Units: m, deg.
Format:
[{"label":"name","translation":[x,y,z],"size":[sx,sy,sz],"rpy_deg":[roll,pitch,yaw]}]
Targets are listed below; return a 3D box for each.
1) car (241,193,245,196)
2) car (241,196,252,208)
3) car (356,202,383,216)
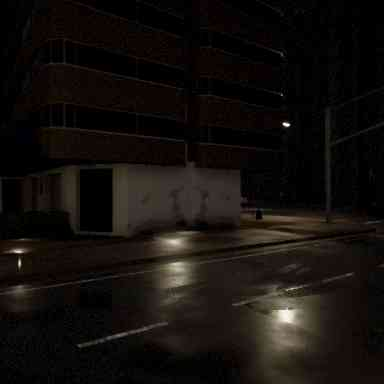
[{"label":"car","translation":[6.159,1.222,51.964],"size":[2.150,2.045,5.566],"rpy_deg":[0,0,-36]},{"label":"car","translation":[6.009,1.601,45.895],"size":[1.895,1.301,4.718],"rpy_deg":[0,0,-36]},{"label":"car","translation":[17.529,1.601,29.977],"size":[1.895,1.301,4.718],"rpy_deg":[0,0,-36]}]
